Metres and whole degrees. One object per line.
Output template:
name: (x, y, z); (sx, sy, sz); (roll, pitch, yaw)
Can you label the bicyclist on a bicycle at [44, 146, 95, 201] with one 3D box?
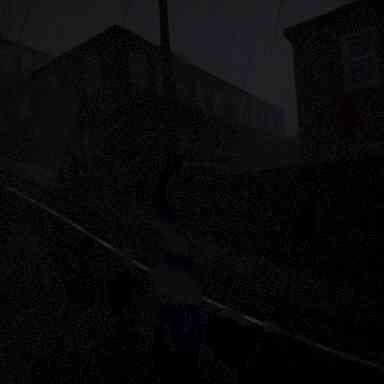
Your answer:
bicyclist on a bicycle: (-3.661, -0.564, 10.090); (0.582, 1.620, 1.656); (19, 19, 40)
